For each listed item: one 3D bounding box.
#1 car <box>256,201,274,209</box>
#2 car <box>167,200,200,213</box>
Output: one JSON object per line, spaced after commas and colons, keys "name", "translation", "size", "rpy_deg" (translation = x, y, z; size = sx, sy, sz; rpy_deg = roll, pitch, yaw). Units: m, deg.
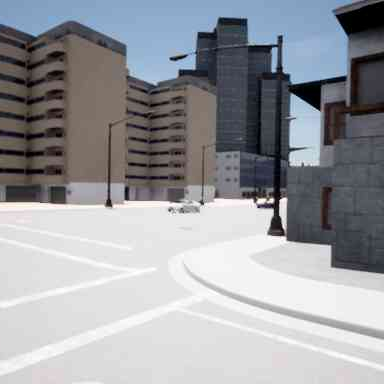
{"name": "car", "translation": [12.312, 2.123, 54.779], "size": [1.895, 1.301, 4.718], "rpy_deg": [2, 0, 37]}
{"name": "car", "translation": [-0.848, 1.591, 37.275], "size": [1.812, 1.442, 4.674], "rpy_deg": [2, 0, 37]}
